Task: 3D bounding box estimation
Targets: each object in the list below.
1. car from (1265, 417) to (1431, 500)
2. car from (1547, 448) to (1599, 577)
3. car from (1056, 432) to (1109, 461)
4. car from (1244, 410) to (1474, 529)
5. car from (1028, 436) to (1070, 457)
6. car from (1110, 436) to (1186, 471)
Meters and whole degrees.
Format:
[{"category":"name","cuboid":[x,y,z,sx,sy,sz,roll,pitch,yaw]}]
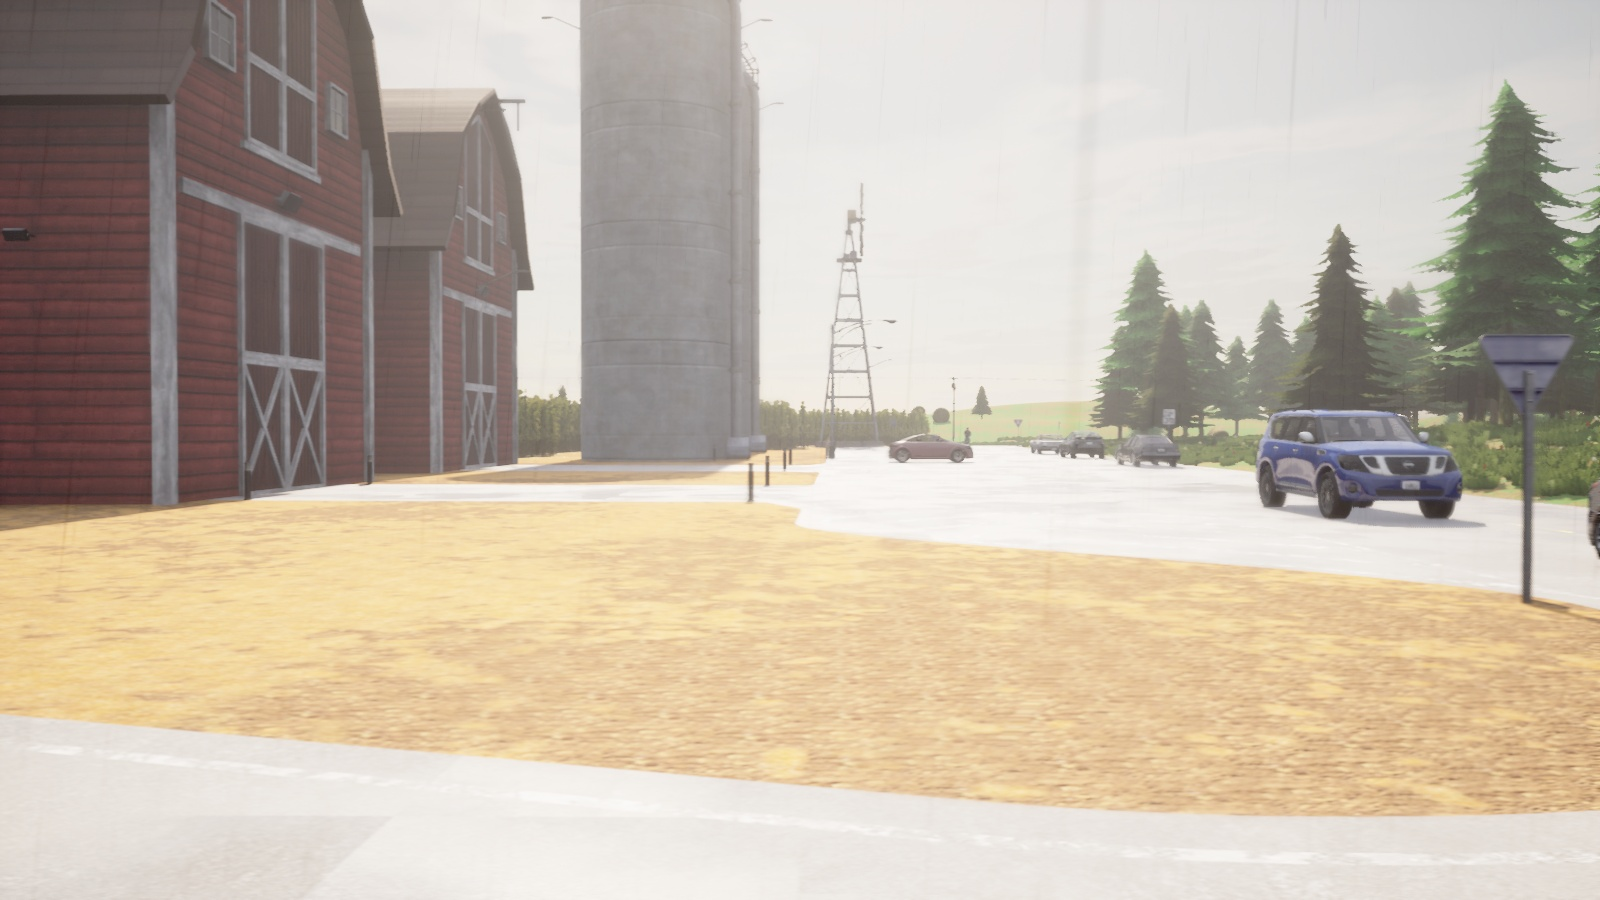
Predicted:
[{"category":"car","cuboid":[14.485,0.161,33.630,2.150,2.045,5.566,0,1,2]},{"category":"car","cuboid":[10.307,0.763,13.188,2.163,1.488,4.792,0,1,2]},{"category":"car","cuboid":[15.681,-0.227,69.906,2.007,1.525,4.514,0,1,2]},{"category":"car","cuboid":[10.685,0.288,24.578,2.150,2.045,5.566,0,1,2]},{"category":"car","cuboid":[16.052,-0.266,81.198,1.895,1.301,4.718,0,1,2]},{"category":"car","cuboid":[15.192,0.125,55.114,2.033,1.411,5.357,0,1,2]}]
